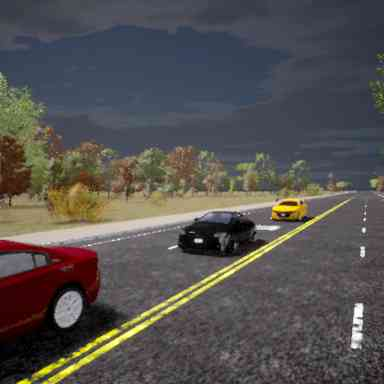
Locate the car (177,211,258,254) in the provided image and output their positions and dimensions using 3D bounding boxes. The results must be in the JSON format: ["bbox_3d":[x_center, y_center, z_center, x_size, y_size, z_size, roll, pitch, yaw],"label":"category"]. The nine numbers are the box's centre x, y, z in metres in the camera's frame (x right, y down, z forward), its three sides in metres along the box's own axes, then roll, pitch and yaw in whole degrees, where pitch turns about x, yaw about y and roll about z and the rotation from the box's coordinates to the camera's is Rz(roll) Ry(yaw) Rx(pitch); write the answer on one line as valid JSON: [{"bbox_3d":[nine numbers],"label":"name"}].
[{"bbox_3d":[1.145,1.463,13.128,1.994,1.385,4.181,0,1,28],"label":"car"}]

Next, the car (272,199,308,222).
[{"bbox_3d":[7.440,1.290,25.035,1.882,1.535,5.008,0,0,28],"label":"car"}]

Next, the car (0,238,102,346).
[{"bbox_3d":[-3.435,1.441,4.440,1.882,1.535,5.008,0,0,28],"label":"car"}]
